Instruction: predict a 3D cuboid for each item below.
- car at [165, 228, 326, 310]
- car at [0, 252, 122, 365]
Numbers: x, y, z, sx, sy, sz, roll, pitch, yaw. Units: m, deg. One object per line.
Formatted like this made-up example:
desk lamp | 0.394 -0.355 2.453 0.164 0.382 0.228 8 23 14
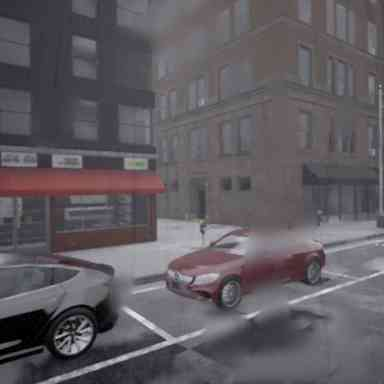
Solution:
car | 1.380 1.510 7.579 4.206 1.307 1.802 -1 0 -36
car | -3.069 1.568 4.344 4.313 1.339 1.947 -1 0 -36
